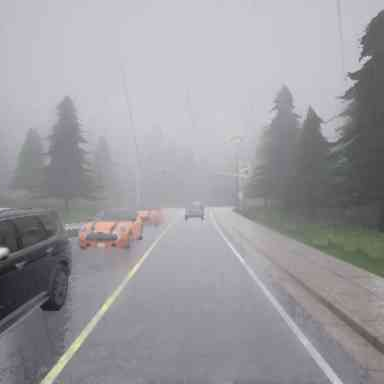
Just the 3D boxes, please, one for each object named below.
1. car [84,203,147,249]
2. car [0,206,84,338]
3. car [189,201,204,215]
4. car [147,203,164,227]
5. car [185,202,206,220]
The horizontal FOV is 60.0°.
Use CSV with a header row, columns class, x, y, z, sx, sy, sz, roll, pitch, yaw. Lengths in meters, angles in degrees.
class,x,y,z,sx,sy,sz,roll,pitch,yaw
car,-3.564,1.537,15.358,2.097,1.767,4.553,0,-1,0
car,-3.615,1.284,5.067,2.150,2.045,5.566,0,-1,-1
car,0.679,2.020,42.909,1.837,1.490,4.892,0,0,2
car,-3.415,1.660,25.608,2.097,1.767,4.553,0,-1,1
car,0.266,1.933,32.141,2.033,1.411,5.357,0,-1,2
